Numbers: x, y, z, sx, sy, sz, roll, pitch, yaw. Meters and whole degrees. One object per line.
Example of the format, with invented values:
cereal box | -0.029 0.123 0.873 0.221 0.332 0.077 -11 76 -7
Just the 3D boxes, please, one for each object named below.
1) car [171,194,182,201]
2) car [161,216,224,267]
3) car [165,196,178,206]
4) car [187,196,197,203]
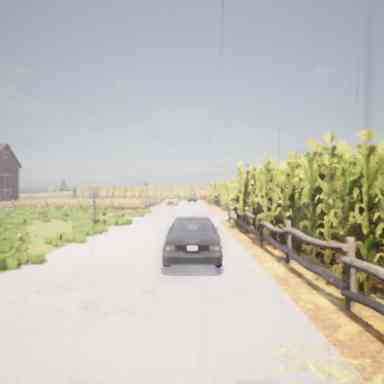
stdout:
car | -3.085 1.046 67.658 2.033 1.411 5.357 0 0 0
car | 0.028 1.529 11.329 2.033 1.411 5.357 0 0 1
car | -3.173 1.394 52.086 1.882 1.535 5.008 0 0 0
car | 0.015 1.490 67.556 1.895 1.301 4.718 0 0 0
